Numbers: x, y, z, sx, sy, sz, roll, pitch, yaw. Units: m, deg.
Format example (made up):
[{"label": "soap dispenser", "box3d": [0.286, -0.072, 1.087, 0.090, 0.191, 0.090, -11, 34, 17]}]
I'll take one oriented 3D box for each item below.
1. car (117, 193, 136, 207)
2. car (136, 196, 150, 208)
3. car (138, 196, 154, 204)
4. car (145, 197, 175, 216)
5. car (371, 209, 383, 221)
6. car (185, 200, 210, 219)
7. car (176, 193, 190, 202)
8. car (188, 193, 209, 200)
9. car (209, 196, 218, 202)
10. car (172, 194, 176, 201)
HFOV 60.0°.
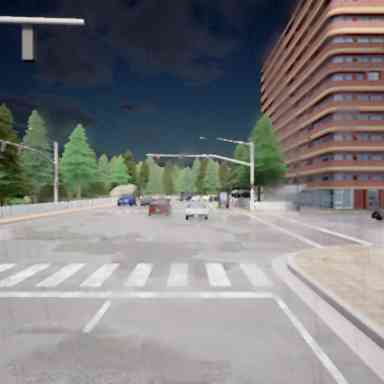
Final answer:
[{"label": "car", "box3d": [-10.038, 1.249, 51.738, 2.150, 2.045, 5.566, 0, 0, 1]}, {"label": "car", "box3d": [-6.567, 1.574, 50.023, 2.033, 1.411, 5.357, 0, 0, 1]}, {"label": "car", "box3d": [-9.269, 1.561, 67.276, 1.812, 1.442, 4.674, 0, 0, 9]}, {"label": "car", "box3d": [-3.069, 1.514, 32.622, 1.882, 1.535, 5.008, 0, 0, 1]}, {"label": "car", "box3d": [16.358, 1.646, 25.954, 4.181, 1.385, 1.994, 0, 0, 1]}, {"label": "car", "box3d": [0.400, 1.656, 29.488, 1.895, 1.301, 4.718, 0, 0, 1]}, {"label": "car", "box3d": [-0.997, 1.259, 80.480, 2.150, 2.045, 5.566, 0, 0, 27]}, {"label": "car", "box3d": [1.511, 1.573, 77.738, 1.812, 1.442, 4.674, 0, 0, 30]}, {"label": "car", "box3d": [5.554, 1.577, 77.835, 2.128, 1.511, 4.902, 0, 0, 30]}, {"label": "car", "box3d": [-4.139, 1.385, 82.027, 2.097, 1.767, 4.553, 0, 0, 27]}]
